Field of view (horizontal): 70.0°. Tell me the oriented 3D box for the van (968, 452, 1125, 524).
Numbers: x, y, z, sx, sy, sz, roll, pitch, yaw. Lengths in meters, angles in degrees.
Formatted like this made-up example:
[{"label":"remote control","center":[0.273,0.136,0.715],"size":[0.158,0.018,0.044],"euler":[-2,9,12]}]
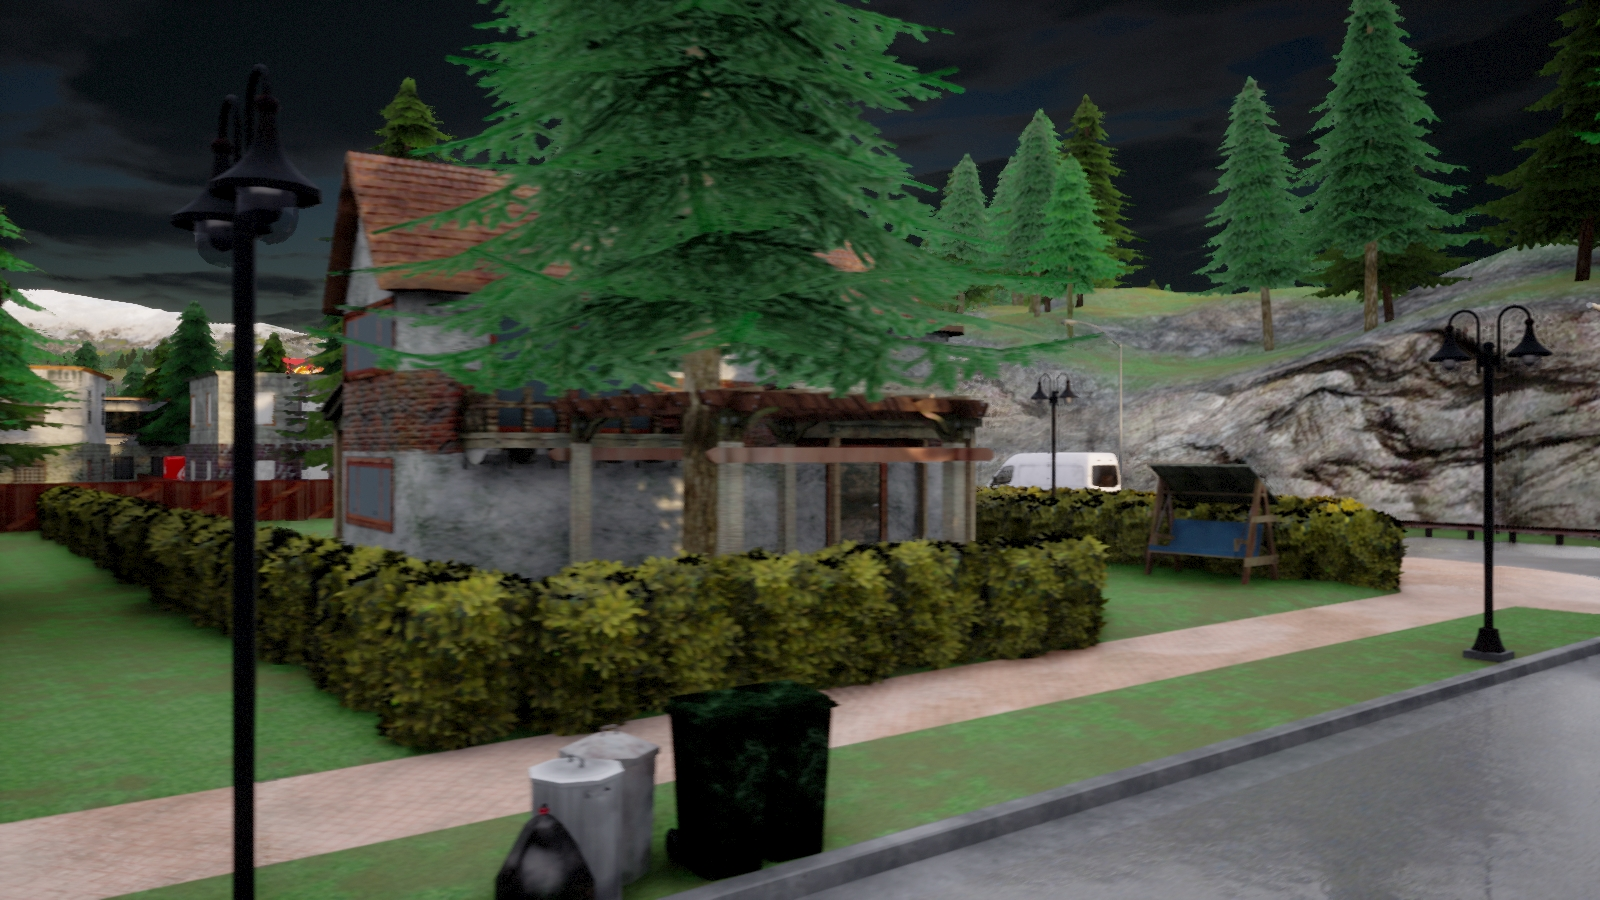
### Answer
[{"label":"van","center":[9.222,1.341,43.305],"size":[1.988,2.561,5.915],"euler":[0,0,-38]}]
